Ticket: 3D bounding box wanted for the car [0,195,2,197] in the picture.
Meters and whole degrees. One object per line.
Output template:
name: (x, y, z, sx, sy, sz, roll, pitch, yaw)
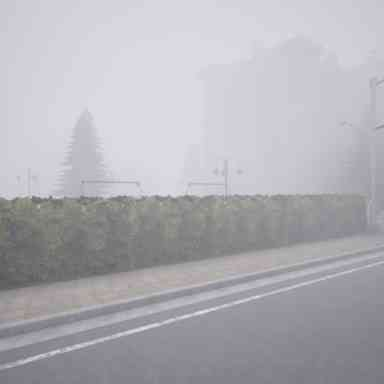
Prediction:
car: (-40.266, 1.374, 67.273, 3.633, 1.501, 1.845, 0, 0, -37)
